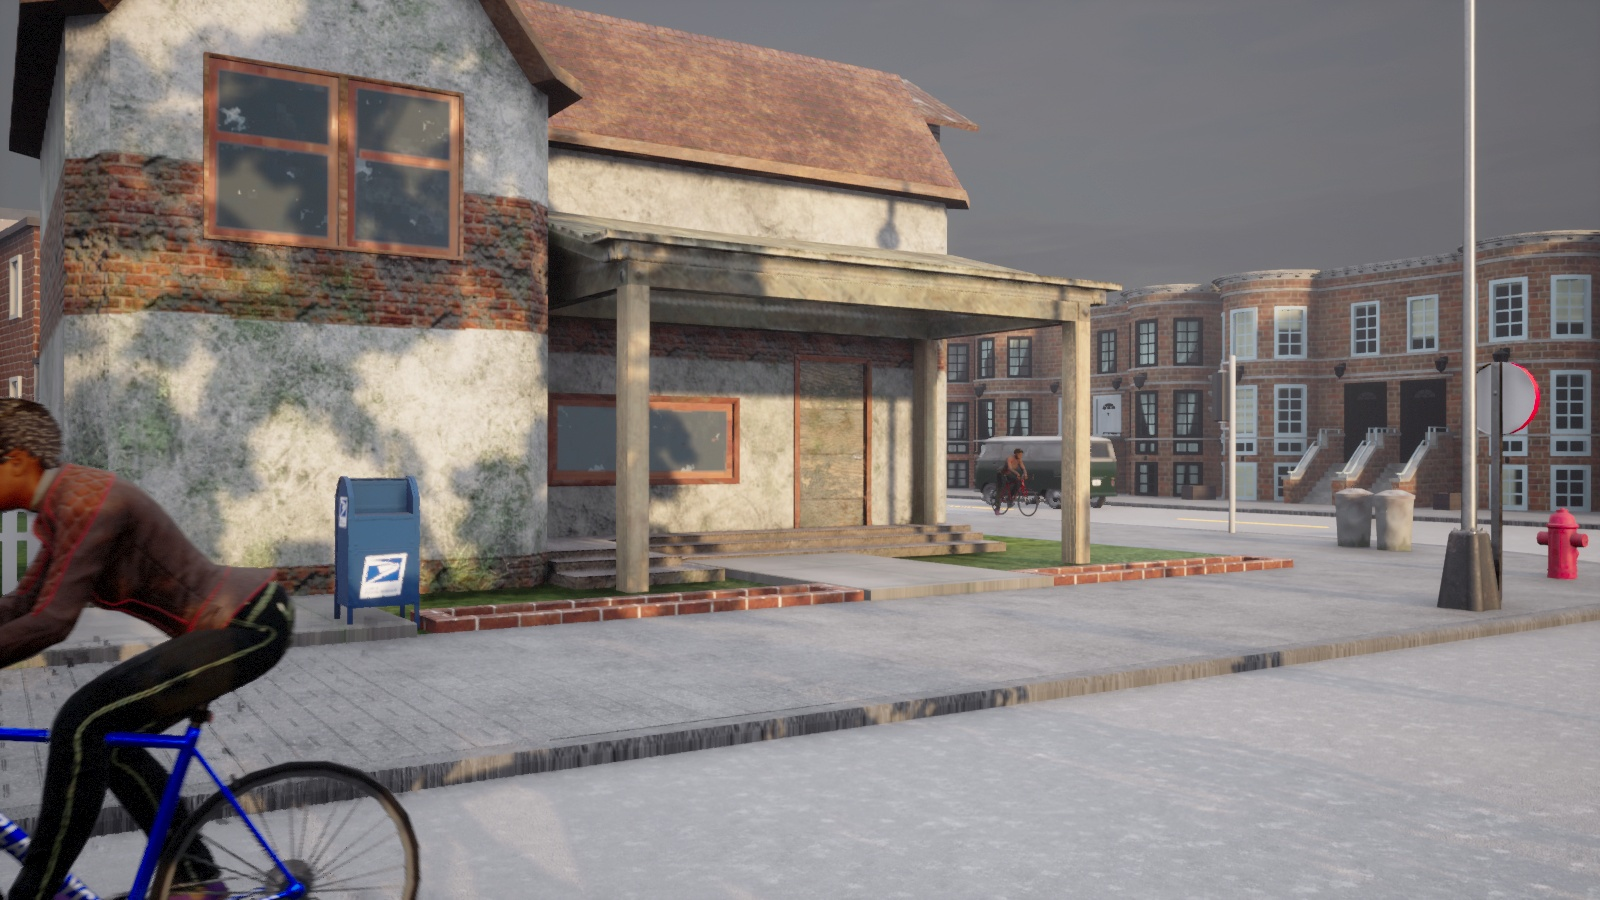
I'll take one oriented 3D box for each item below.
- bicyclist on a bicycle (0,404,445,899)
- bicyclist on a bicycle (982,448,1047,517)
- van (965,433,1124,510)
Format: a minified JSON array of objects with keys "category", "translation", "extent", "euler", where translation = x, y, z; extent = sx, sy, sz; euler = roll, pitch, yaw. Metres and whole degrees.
[{"category":"bicyclist on a bicycle","translation":[-1.775,0.709,3.042],"extent":[1.656,1.620,0.582],"euler":[0,0,-32]},{"category":"bicyclist on a bicycle","translation":[5.144,0.760,30.175],"extent":[0.582,1.620,1.656],"euler":[0,0,-33]},{"category":"van","translation":[6.733,0.569,35.058],"extent":[1.775,1.987,4.442],"euler":[0,0,-33]}]
